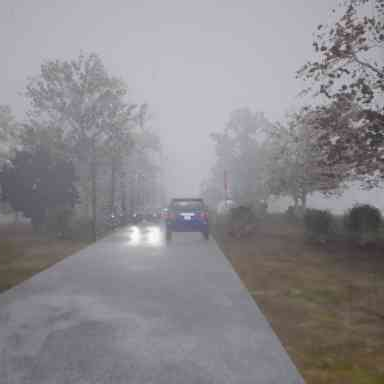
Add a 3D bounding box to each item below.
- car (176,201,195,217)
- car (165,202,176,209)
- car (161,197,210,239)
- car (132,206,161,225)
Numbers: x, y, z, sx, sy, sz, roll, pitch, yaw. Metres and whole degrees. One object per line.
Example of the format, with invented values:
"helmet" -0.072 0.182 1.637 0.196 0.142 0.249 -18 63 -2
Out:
"car" -0.732 1.787 36.463 1.882 1.535 5.008 0 -1 -1
"car" -4.256 2.699 67.045 1.895 1.301 4.718 0 -2 -1
"car" -0.253 1.292 17.924 2.150 2.045 5.566 0 0 -1
"car" -3.416 1.754 25.795 1.895 1.301 4.718 0 -1 -1
